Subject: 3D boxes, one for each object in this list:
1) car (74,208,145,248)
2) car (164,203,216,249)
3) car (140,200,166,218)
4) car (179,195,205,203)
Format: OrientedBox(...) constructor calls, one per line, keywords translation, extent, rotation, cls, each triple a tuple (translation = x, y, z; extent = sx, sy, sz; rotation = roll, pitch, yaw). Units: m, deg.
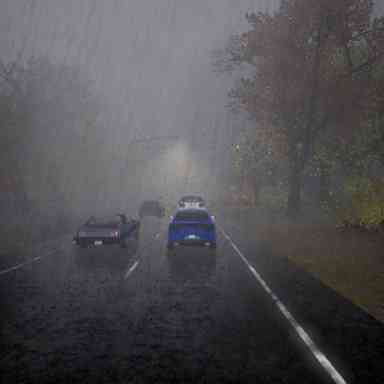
OrientedBox(translation=(-3.499, 1.616, 14.681), extent=(1.895, 1.301, 4.718), rotation=(0, 0, 0), cls="car")
OrientedBox(translation=(0.001, 1.484, 14.650), extent=(1.882, 1.535, 5.008), rotation=(0, 0, 0), cls="car")
OrientedBox(translation=(-3.500, 1.517, 29.651), extent=(1.837, 1.490, 4.892), rotation=(0, 0, 0), cls="car")
OrientedBox(translation=(0.000, 1.258, 29.682), extent=(2.150, 2.045, 5.566), rotation=(0, 0, 0), cls="car")
